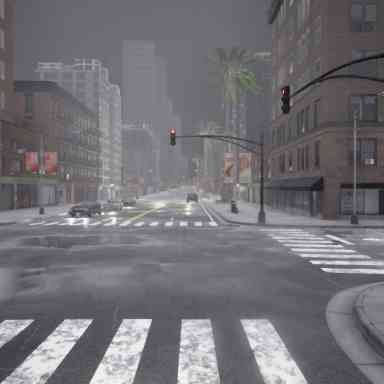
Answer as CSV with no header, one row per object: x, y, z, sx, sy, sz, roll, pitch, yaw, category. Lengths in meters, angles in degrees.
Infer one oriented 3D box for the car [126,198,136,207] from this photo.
-9.845,1.544,51.206,1.994,1.385,4.181,0,0,1,car

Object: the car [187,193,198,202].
0.054,1.165,71.298,2.150,2.045,5.566,0,0,0,car

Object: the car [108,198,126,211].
-9.859,1.590,41.135,1.895,1.301,4.718,0,0,0,car

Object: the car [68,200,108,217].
-9.856,1.541,31.448,2.033,1.411,5.357,0,0,0,car
